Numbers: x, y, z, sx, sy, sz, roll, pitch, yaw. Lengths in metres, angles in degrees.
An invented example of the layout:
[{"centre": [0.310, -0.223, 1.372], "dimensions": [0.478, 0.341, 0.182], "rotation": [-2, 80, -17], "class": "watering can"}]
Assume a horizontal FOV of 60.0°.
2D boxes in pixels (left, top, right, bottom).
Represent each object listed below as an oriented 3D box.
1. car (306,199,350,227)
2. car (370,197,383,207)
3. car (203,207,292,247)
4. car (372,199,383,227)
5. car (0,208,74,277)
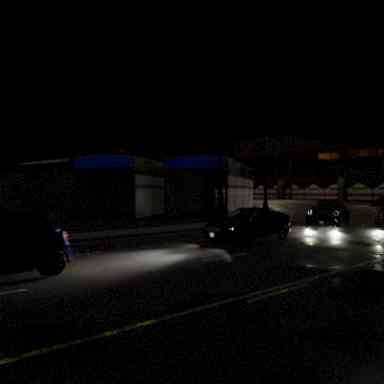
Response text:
[{"centre": [9.293, 1.314, 22.580], "dimensions": [2.097, 1.767, 4.553], "rotation": [0, 0, 33], "class": "car"}, {"centre": [26.575, 1.388, 45.781], "dimensions": [1.882, 1.535, 5.008], "rotation": [0, 0, -4], "class": "car"}, {"centre": [2.634, 1.472, 15.146], "dimensions": [4.902, 1.511, 2.128], "rotation": [0, 0, -42], "class": "car"}, {"centre": [13.173, 1.435, 21.649], "dimensions": [1.882, 1.535, 5.008], "rotation": [0, 0, 33], "class": "car"}, {"centre": [-5.599, 1.351, 8.631], "dimensions": [4.553, 1.767, 2.097], "rotation": [0, 0, -36], "class": "car"}]
